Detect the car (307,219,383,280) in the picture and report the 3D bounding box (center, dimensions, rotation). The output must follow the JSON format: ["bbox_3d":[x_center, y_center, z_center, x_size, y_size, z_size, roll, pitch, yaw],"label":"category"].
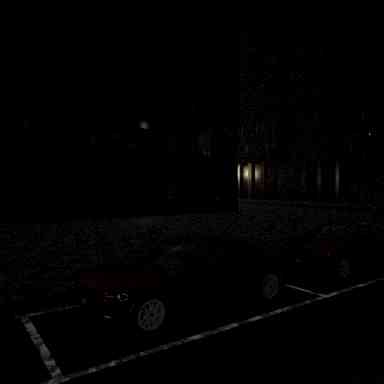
[{"bbox_3d":[4.568,1.546,9.933,4.507,1.381,1.887,0,0,-36],"label":"car"}]

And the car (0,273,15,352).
[{"bbox_3d":[-4.422,1.544,3.507,4.507,1.381,1.887,0,0,-36],"label":"car"}]

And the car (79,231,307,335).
[{"bbox_3d":[0.073,1.545,6.720,4.507,1.381,1.887,0,0,-36],"label":"car"}]
